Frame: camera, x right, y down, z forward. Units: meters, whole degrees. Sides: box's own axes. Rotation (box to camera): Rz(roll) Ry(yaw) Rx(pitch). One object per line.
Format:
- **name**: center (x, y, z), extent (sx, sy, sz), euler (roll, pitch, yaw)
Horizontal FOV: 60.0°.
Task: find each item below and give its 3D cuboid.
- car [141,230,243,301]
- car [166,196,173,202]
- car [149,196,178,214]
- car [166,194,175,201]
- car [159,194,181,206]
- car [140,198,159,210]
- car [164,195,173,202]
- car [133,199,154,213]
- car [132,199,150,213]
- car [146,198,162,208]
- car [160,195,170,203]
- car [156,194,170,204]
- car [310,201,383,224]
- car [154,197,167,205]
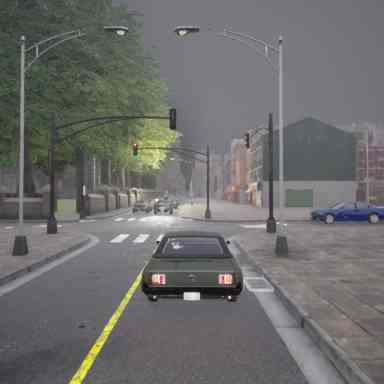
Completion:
- **car**: center (0.027, 1.605, 8.256), extent (1.895, 1.301, 4.718), euler (0, 0, 1)
- **car**: center (-5.895, 1.732, 87.446), extent (1.752, 1.417, 4.829), euler (1, 0, 0)
- **car**: center (-2.947, 1.523, 35.354), extent (2.128, 1.511, 4.902), euler (0, 0, 0)
- **car**: center (-5.937, 1.554, 93.068), extent (2.192, 1.841, 5.009), euler (1, 0, 0)
- **car**: center (-3.026, 1.401, 45.249), extent (2.097, 1.767, 4.553), euler (0, 0, 0)
- **car**: center (-5.543, 1.597, 44.016), extent (2.008, 1.369, 4.403), euler (1, 0, 0)
- **car**: center (-5.851, 1.619, 82.166), extent (1.967, 1.590, 4.097), euler (1, 0, 0)
- **car**: center (-5.552, 1.563, 38.854), extent (1.752, 1.417, 4.829), euler (1, 0, 0)
- **car**: center (-5.512, 1.585, 36.880), extent (2.008, 1.369, 4.403), euler (1, 0, 0)
- **car**: center (-5.587, 1.623, 49.466), extent (1.947, 1.339, 4.313), euler (1, 0, 0)
- **car**: center (-5.762, 1.568, 71.266), extent (1.967, 1.590, 4.097), euler (1, 0, 0)
- **car**: center (-5.715, 1.422, 65.816), extent (2.192, 1.841, 5.009), euler (1, 0, 0)
- **car**: center (10.943, 1.430, 23.544), extent (5.008, 1.535, 1.882), euler (-1, -1, 0)
- **car**: center (-5.676, 1.670, 60.365), extent (1.802, 1.307, 4.206), euler (1, 0, 0)
